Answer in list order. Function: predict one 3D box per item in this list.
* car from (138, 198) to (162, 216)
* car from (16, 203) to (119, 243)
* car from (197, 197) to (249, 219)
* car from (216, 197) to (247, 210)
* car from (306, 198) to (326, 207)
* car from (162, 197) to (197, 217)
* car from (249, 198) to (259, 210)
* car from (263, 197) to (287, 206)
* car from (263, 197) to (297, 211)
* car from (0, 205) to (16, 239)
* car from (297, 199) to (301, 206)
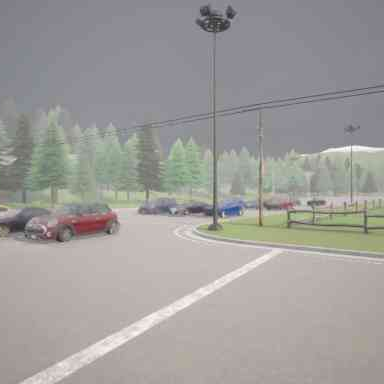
[{"bbox_3d":[-3.224,1.352,33.180,2.097,1.767,4.553,0,0,36],"label":"car"},{"bbox_3d":[-5.739,1.352,16.342,2.097,1.767,4.553,0,0,30],"label":"car"},{"bbox_3d":[2.870,1.478,29.681,1.882,1.535,5.008,0,0,36],"label":"car"},{"bbox_3d":[5.365,1.477,44.939,1.882,1.535,5.008,0,0,36],"label":"car"},{"bbox_3d":[19.595,1.601,52.420,1.895,1.301,4.718,0,0,37],"label":"car"},{"bbox_3d":[-0.229,1.491,31.360,2.128,1.511,4.902,0,0,36],"label":"car"},{"bbox_3d":[8.544,1.493,43.357,2.128,1.511,4.902,0,0,36],"label":"car"},{"bbox_3d":[14.231,1.548,56.918,2.033,1.411,5.357,0,0,37],"label":"car"},{"bbox_3d":[10.727,1.477,40.419,1.882,1.535,5.008,0,0,36],"label":"car"},{"bbox_3d":[-9.028,1.526,17.637,1.812,1.442,4.674,0,0,30],"label":"car"},{"bbox_3d":[16.117,1.564,53.621,1.994,1.385,4.181,0,0,36],"label":"car"}]
